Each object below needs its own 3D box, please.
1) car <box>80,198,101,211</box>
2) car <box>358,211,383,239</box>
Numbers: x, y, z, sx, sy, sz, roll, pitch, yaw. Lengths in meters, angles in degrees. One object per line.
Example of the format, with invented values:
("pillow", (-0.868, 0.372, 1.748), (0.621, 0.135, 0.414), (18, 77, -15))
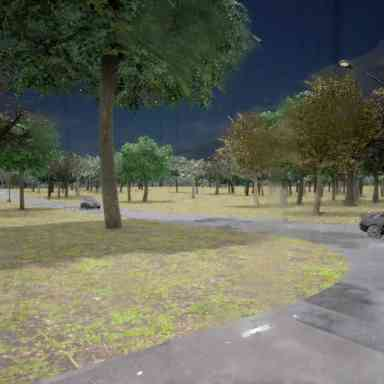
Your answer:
("car", (-17.200, 2.064, 56.113), (2.150, 2.045, 5.566), (0, 0, -35))
("car", (10.795, 1.616, 16.297), (2.128, 1.511, 4.902), (0, -2, -35))
